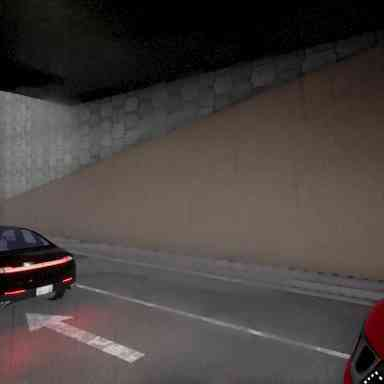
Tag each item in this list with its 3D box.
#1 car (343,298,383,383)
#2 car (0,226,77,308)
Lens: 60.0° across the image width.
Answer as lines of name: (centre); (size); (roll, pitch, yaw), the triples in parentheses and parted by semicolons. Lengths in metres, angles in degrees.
car: (3.644, 1.221, 1.345); (5.566, 2.045, 2.150); (0, 0, 35)
car: (-4.533, 1.492, 7.202); (4.902, 1.511, 2.128); (0, 0, 36)
